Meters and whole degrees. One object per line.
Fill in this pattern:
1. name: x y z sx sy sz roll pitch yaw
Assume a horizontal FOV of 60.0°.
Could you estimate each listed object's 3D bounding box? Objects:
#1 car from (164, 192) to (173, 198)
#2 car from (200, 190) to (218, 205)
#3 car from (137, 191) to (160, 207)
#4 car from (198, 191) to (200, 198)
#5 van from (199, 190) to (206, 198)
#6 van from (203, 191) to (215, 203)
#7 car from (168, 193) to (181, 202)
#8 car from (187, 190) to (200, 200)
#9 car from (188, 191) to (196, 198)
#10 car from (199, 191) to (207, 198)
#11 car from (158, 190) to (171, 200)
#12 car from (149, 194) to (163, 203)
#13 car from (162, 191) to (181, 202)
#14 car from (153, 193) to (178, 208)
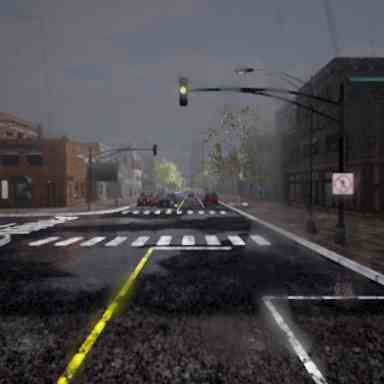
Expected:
1. car: -5.741 0.745 81.211 1.887 1.381 4.507 -1 1 0
2. car: 2.658 0.844 47.951 2.192 1.841 5.009 -1 1 0
3. car: -5.720 0.898 42.402 2.192 1.841 5.009 -1 1 0
4. car: 2.650 0.916 64.584 2.008 1.369 4.403 -1 1 0
5. van: 2.635 0.487 86.757 1.690 1.788 3.998 -1 1 0
6. van: 2.654 0.815 53.495 1.690 1.788 3.998 -1 1 0
7. car: -3.038 0.904 59.788 2.128 1.511 4.902 0 1 0
8. car: -0.042 0.822 68.394 2.128 1.511 4.902 0 1 0
9. car: -0.047 0.599 78.808 1.882 1.535 5.008 0 1 0
10. car: 2.638 0.641 81.215 1.967 1.590 4.097 -1 1 0
11. car: -5.736 0.625 70.121 2.192 1.841 5.009 -1 1 0
12. car: -5.724 1.056 53.493 1.802 1.307 4.206 -1 1 0
13. car: -3.098 0.989 49.658 1.882 1.535 5.008 0 1 0
14. car: -3.119 1.172 39.859 1.994 1.385 4.181 0 1 0
